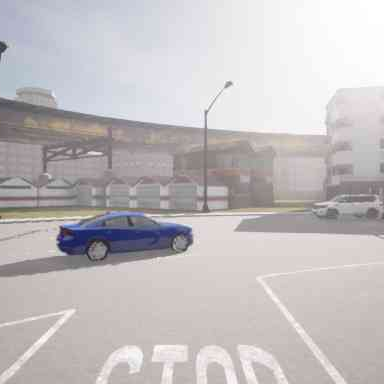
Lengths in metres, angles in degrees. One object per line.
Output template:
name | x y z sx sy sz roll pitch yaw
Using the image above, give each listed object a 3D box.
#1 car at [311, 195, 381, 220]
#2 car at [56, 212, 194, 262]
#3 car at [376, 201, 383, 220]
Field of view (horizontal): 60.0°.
car | 12.846 1.223 27.530 5.566 2.045 2.150 0 0 -3
car | -2.286 1.477 12.204 5.008 1.535 1.882 0 0 -32
car | 16.118 1.564 24.014 4.181 1.385 1.994 0 0 2
